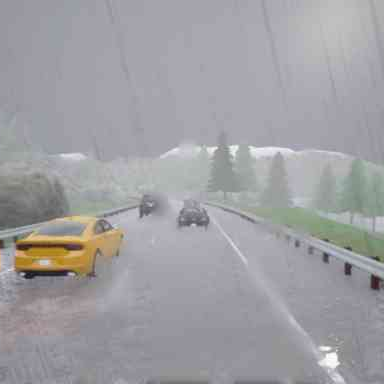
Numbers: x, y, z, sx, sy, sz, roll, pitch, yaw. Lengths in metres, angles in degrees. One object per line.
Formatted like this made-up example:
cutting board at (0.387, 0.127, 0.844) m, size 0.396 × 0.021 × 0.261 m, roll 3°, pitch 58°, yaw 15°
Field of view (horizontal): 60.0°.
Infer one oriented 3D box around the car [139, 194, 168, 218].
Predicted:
car at (-3.412, 1.221, 30.245) m, size 2.150 × 2.045 × 5.566 m, roll 0°, pitch 0°, yaw 0°

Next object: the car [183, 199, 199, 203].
car at (-0.099, 1.547, 39.486) m, size 2.033 × 1.411 × 5.357 m, roll 0°, pitch 0°, yaw -2°

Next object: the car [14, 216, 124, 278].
car at (-3.404, 1.478, 10.161) m, size 1.882 × 1.535 × 5.008 m, roll 0°, pitch 0°, yaw 0°

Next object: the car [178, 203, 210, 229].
car at (0.092, 1.601, 21.325) m, size 1.895 × 1.301 × 4.718 m, roll 0°, pitch 0°, yaw 0°
